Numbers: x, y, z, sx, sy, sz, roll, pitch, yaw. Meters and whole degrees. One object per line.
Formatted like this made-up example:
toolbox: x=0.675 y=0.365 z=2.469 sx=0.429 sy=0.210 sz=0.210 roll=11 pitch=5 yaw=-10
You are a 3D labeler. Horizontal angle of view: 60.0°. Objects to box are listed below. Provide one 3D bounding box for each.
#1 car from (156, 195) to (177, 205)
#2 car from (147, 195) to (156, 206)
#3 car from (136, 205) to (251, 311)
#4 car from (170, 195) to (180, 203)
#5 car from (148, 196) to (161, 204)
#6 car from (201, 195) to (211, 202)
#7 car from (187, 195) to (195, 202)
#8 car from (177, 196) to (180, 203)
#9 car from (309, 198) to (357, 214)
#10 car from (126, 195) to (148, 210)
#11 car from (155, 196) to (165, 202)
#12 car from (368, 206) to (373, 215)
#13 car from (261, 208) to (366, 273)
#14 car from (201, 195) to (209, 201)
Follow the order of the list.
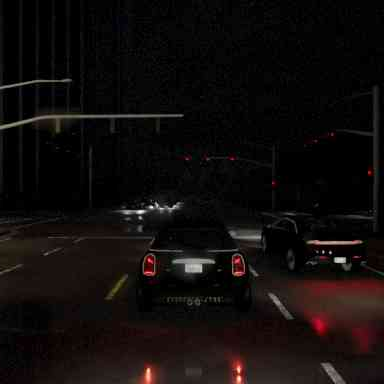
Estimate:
car: x=-3.684 y=1.546 z=48.759 sx=2.033 sy=1.411 sz=5.357 roll=0 pitch=0 yaw=0
car: x=-7.191 y=1.350 z=53.914 sx=2.097 sy=1.767 sz=4.553 roll=0 pitch=0 yaw=0
car: x=0.042 y=1.352 z=7.931 sx=2.097 sy=1.767 sz=4.553 roll=0 pitch=0 yaw=0
car: x=-3.632 y=1.498 z=70.058 sx=1.837 sy=1.490 sz=4.892 roll=0 pitch=0 yaw=0
car: x=-7.173 y=1.524 z=63.923 sx=1.812 sy=1.442 sz=4.674 roll=0 pitch=0 yaw=0
car: x=3.353 y=1.498 z=77.829 sx=1.837 sy=1.490 sz=4.892 roll=0 pitch=0 yaw=0
car: x=-0.147 y=1.476 z=77.845 sx=1.882 sy=1.535 sz=5.008 roll=0 pitch=0 yaw=0
car: x=-3.686 y=1.491 z=59.648 sx=2.128 sy=1.511 sz=4.902 roll=0 pitch=0 yaw=0
car: x=14.606 y=1.407 z=34.682 sx=4.553 sy=1.767 sz=2.097 roll=0 pitch=0 yaw=2
car: x=-7.177 y=1.526 z=42.775 sx=1.812 sy=1.442 sz=4.674 roll=0 pitch=0 yaw=0
car: x=-7.140 y=1.592 z=74.176 sx=1.895 sy=1.301 sz=4.718 roll=0 pitch=0 yaw=0
car: x=19.117 y=1.559 z=31.129 sx=4.892 sy=1.490 sz=1.837 roll=0 pitch=0 yaw=0
car: x=3.599 y=1.491 z=10.741 sx=2.128 sy=1.511 sz=4.902 roll=0 pitch=0 yaw=-3
car: x=3.334 y=1.476 z=87.928 sx=1.882 sy=1.535 sz=5.008 roll=0 pitch=0 yaw=0
